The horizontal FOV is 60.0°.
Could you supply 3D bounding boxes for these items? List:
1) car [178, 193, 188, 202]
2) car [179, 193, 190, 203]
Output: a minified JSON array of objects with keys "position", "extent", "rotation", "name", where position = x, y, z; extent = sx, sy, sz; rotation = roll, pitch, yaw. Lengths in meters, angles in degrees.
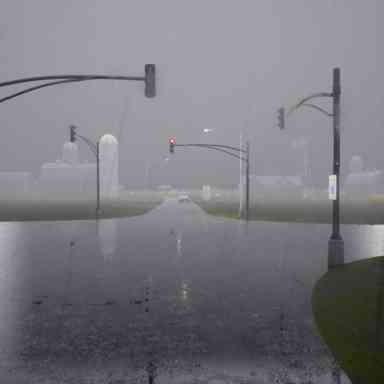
[{"position":[-2.091,1.189,79.909],"extent":[2.150,2.045,5.566],"rotation":[0,0,-4],"name":"car"},{"position":[-1.508,1.553,69.874],"extent":[1.812,1.442,4.674],"rotation":[0,0,-3],"name":"car"}]
